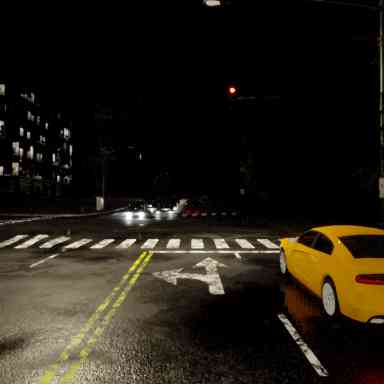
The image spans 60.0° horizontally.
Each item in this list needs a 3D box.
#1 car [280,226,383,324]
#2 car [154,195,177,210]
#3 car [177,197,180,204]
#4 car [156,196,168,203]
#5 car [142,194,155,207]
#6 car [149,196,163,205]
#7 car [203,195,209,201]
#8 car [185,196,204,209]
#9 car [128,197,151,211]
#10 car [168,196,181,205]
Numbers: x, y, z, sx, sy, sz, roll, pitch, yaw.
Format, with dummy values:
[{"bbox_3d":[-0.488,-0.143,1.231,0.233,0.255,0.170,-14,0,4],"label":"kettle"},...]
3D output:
[{"bbox_3d":[3.362,1.476,7.351,1.882,1.535,5.008,-1,0,0],"label":"car"},{"bbox_3d":[-3.346,1.507,42.519,1.882,1.535,5.008,0,0,0],"label":"car"},{"bbox_3d":[-3.339,1.527,51.710,2.128,1.511,4.902,0,0,0],"label":"car"},{"bbox_3d":[-6.495,1.554,72.087,2.128,1.511,4.902,0,0,0],"label":"car"},{"bbox_3d":[-6.596,1.256,50.882,2.150,2.045,5.566,0,0,0],"label":"car"},{"bbox_3d":[-6.559,1.519,61.049,1.882,1.535,5.008,0,0,0],"label":"car"},{"bbox_3d":[3.254,1.538,82.727,1.882,1.535,5.008,0,0,0],"label":"car"},{"bbox_3d":[0.110,1.523,45.852,2.128,1.511,4.902,0,0,0],"label":"car"},{"bbox_3d":[-6.595,1.629,41.118,1.895,1.301,4.718,0,0,0],"label":"car"},{"bbox_3d":[-3.299,1.591,63.541,2.033,1.411,5.357,0,0,0],"label":"car"}]
